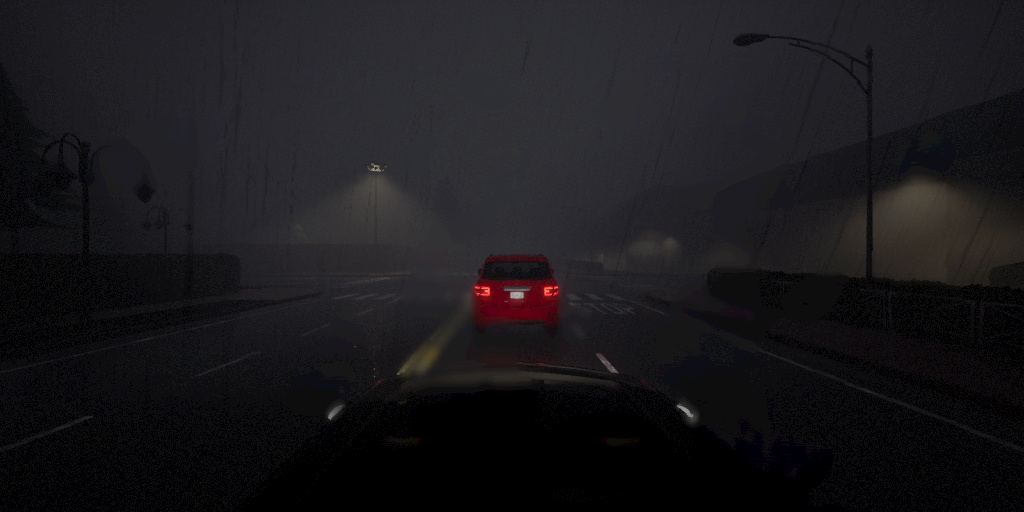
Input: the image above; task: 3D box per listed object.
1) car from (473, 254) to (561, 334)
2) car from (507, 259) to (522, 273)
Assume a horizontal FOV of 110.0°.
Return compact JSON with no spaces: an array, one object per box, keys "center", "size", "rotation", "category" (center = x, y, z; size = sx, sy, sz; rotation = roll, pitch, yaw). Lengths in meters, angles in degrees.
[{"center":[0.118,0.971,10.719],"size":[2.150,2.045,5.566],"rotation":[0,0,0],"category":"car"},{"center":[0.338,1.228,45.572],"size":[1.882,1.535,5.008],"rotation":[0,0,1],"category":"car"}]
